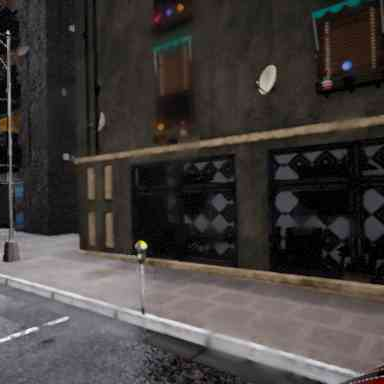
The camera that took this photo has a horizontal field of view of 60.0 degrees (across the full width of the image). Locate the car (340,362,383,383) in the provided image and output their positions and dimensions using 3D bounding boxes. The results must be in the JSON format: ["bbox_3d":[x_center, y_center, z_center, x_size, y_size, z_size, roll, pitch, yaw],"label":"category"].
[{"bbox_3d":[2.439,1.426,1.154,4.097,1.590,1.967,-1,-1,36],"label":"car"}]
